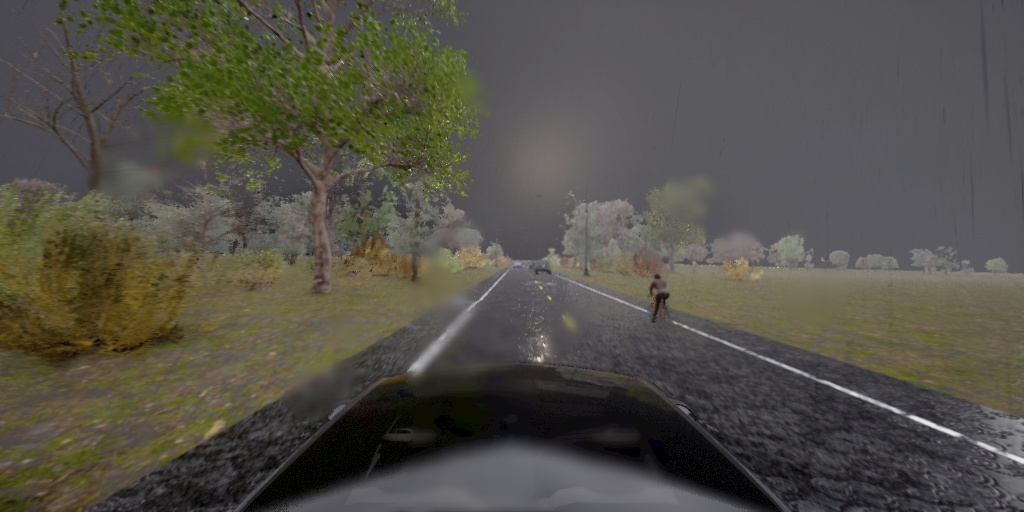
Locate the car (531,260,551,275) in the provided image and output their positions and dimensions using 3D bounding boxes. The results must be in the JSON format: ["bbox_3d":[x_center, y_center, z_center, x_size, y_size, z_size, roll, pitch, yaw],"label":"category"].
[{"bbox_3d":[4.395,1.601,52.384,2.150,2.045,5.566,1,-1,1],"label":"car"}]

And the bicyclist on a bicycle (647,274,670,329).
[{"bbox_3d":[4.577,1.382,11.198,0.582,1.620,1.656,1,-1,1],"label":"bicyclist on a bicycle"}]
